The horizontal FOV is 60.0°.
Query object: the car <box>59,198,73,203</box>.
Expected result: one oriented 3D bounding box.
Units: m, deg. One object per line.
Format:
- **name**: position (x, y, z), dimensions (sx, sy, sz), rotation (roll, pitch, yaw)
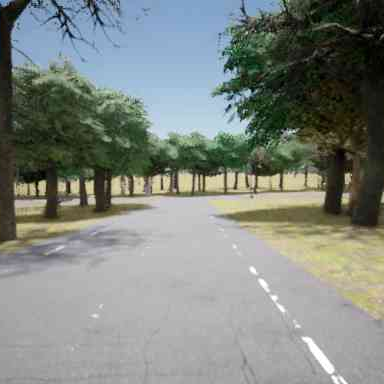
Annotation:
- **car**: position (-33.833, 2.245, 89.419), dimensions (4.718, 1.301, 1.895), rotation (-1, 3, 0)
